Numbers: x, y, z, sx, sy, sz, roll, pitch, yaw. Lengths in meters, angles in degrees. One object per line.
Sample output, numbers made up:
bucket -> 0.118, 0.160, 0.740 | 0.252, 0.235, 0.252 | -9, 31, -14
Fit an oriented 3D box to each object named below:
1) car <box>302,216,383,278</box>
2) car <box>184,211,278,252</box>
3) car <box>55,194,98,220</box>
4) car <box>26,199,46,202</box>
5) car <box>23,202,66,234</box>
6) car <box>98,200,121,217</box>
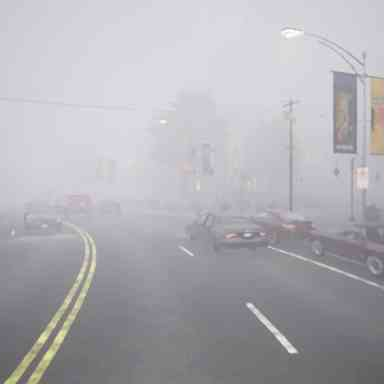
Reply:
car -> 5.479, 1.603, 10.222 | 1.895, 1.301, 4.718 | 0, 0, -9
car -> 1.202, 1.558, 14.034 | 2.033, 1.411, 5.357 | 0, 0, -17
car -> -10.540, 1.237, 29.194 | 2.150, 2.045, 5.566 | 0, -1, -37
car -> -18.444, 1.508, 39.358 | 1.882, 1.535, 5.008 | 0, 0, -38
car -> -8.874, 1.541, 19.663 | 1.812, 1.442, 4.674 | 0, 0, -28
car -> -8.509, 1.515, 32.202 | 2.128, 1.511, 4.902 | 0, 0, -36
